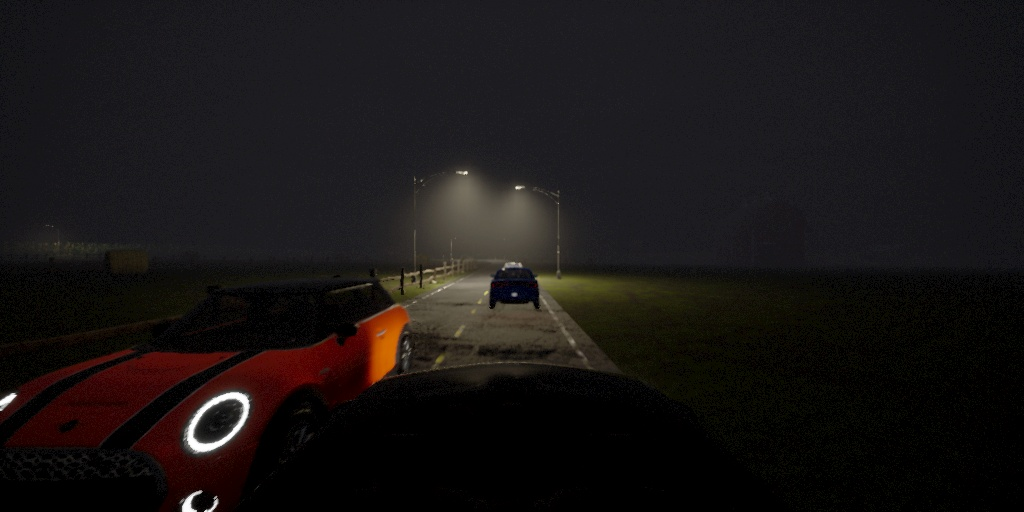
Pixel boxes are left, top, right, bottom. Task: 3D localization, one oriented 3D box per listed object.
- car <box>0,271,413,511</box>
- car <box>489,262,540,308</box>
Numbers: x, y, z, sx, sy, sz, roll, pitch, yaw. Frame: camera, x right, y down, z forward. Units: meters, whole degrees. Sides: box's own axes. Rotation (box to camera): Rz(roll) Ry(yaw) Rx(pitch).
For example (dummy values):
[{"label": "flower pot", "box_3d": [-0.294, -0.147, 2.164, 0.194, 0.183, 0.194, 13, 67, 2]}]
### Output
[{"label": "car", "box_3d": [-2.750, 1.096, 4.276, 2.097, 1.767, 4.553, 0, 0, 0]}, {"label": "car", "box_3d": [0.093, 1.186, 15.033, 1.882, 1.535, 5.008, 0, 0, 0]}]
